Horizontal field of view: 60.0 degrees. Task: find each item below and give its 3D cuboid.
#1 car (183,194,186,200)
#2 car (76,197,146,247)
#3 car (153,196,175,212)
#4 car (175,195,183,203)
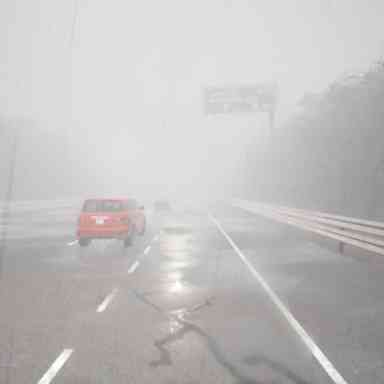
[{"bbox_3d":[-3.331,1.605,92.756,1.895,1.301,4.718,0,0,0],"label":"car"},{"bbox_3d":[-3.486,1.221,15.263,2.150,2.045,5.566,0,0,0],"label":"car"},{"bbox_3d":[-3.445,1.473,39.498,1.882,1.535,5.008,0,0,0],"label":"car"},{"bbox_3d":[-3.396,1.521,66.624,1.812,1.442,4.674,0,0,0],"label":"car"}]
